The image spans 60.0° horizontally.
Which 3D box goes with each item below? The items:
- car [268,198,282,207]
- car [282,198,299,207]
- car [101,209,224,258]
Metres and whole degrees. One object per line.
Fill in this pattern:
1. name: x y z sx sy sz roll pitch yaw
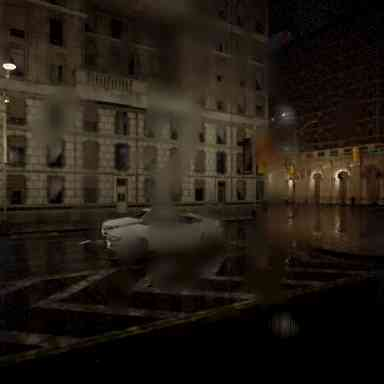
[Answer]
1. car: 10.866 1.598 50.404 1.895 1.301 4.718 0 0 -32
2. car: 14.406 1.561 51.366 1.994 1.385 4.181 0 0 -32
3. car: -0.911 1.525 12.799 4.674 1.442 1.812 0 0 -32
